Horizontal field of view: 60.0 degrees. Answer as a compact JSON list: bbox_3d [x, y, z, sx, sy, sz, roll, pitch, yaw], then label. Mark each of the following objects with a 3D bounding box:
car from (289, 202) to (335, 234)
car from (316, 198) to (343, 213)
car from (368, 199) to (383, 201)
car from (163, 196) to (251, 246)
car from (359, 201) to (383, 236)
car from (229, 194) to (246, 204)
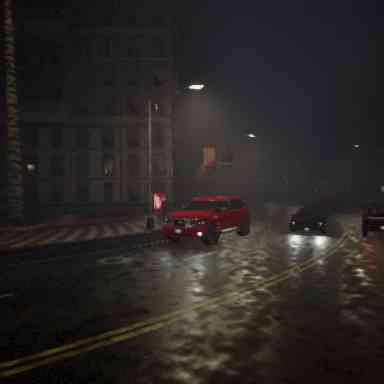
[{"bbox_3d":[7.051,1.526,19.562,2.033,1.411,5.357,0,0,25],"label":"car"},{"bbox_3d":[14.830,1.422,36.526,1.882,1.535,5.008,0,0,3],"label":"car"},{"bbox_3d":[17.986,1.406,32.398,2.128,1.511,4.902,0,0,8],"label":"car"},{"bbox_3d":[0.951,1.241,15.957,2.150,2.045,5.566,0,0,33],"label":"car"},{"bbox_3d":[10.049,1.444,17.648,2.128,1.511,4.902,0,0,27],"label":"car"},{"bbox_3d":[7.561,1.170,55.928,2.128,1.511,4.902,0,0,-1],"label":"car"}]
